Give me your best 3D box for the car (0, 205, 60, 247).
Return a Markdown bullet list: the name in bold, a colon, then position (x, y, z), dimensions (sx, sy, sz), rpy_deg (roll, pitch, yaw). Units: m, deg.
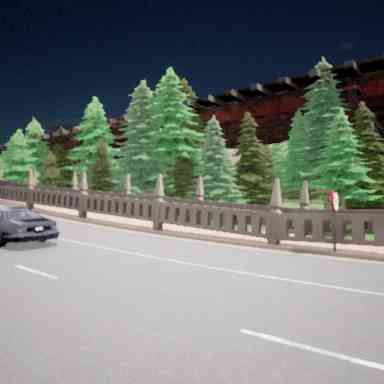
- **car**: position (-7.647, 1.264, 13.674), dimensions (5.357, 1.411, 2.033), rpy_deg (4, 2, 36)
